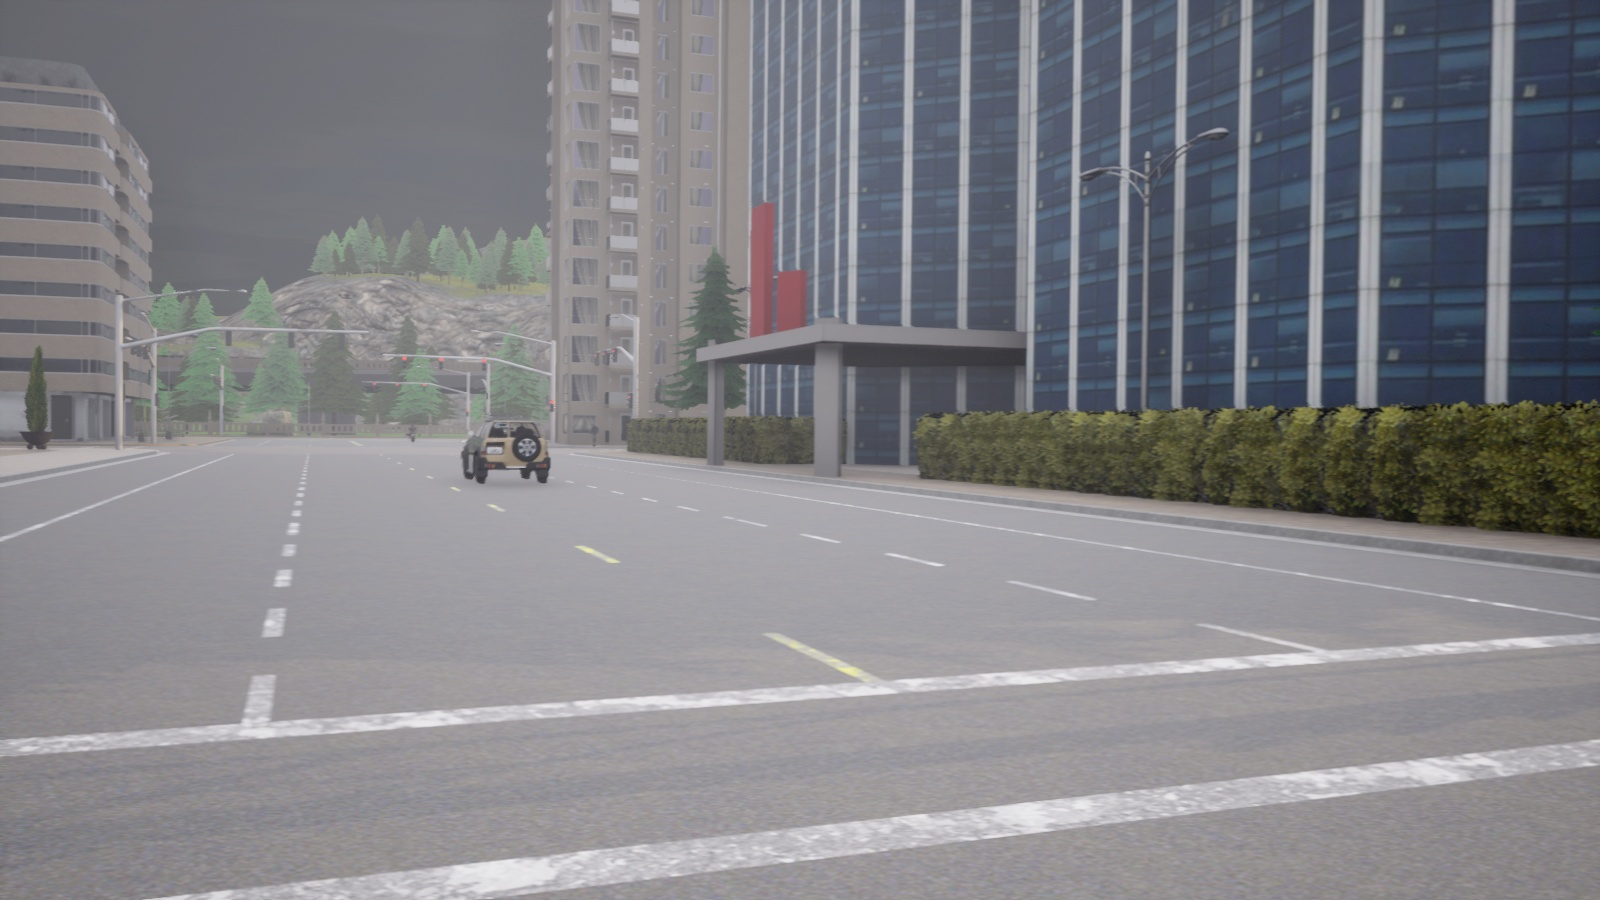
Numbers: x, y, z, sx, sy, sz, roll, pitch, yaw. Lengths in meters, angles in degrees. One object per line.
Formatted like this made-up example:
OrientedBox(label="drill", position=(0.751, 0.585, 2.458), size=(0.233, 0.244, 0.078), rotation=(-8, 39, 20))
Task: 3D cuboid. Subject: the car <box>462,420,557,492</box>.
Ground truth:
OrientedBox(label="car", position=(-8.226, 0.130, 35.238), size=(1.932, 1.855, 4.605), rotation=(-1, 1, -21))
